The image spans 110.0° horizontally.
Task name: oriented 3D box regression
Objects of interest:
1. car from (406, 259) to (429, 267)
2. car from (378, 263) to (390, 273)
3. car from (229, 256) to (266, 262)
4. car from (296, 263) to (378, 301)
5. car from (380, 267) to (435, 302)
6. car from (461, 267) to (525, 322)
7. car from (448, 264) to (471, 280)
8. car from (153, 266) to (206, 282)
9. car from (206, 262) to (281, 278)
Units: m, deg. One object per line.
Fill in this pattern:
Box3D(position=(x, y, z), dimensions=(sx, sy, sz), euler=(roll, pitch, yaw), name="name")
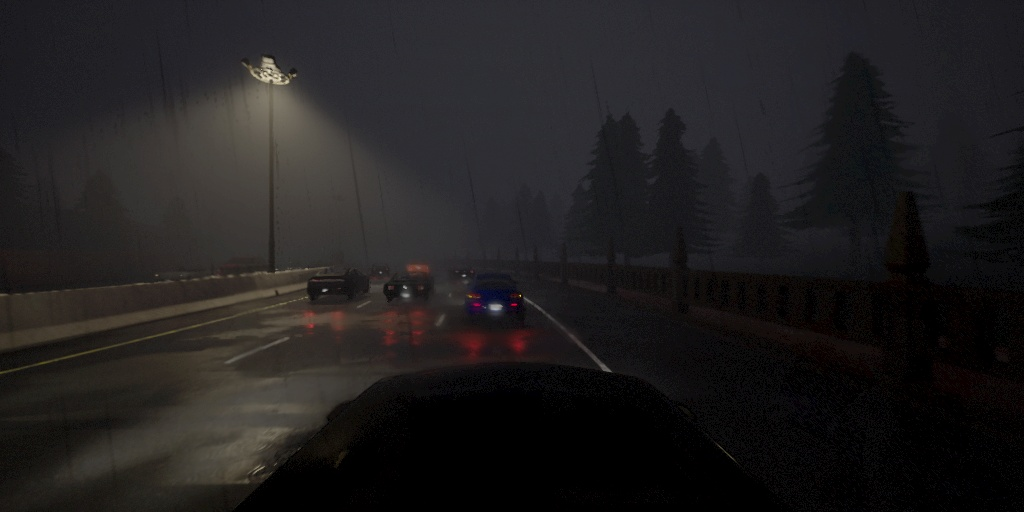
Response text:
Box3D(position=(-9.287, 1.142, 35.231), dimensions=(2.097, 1.767, 4.553), euler=(0, 0, -19), name="car")
Box3D(position=(-14.445, 1.411, 39.237), dimensions=(1.895, 1.301, 4.718), euler=(0, 0, -22), name="car")
Box3D(position=(-22.488, 1.060, 30.204), dimensions=(2.150, 2.045, 5.566), euler=(0, 0, -19), name="car")
Box3D(position=(-8.461, 1.276, 17.878), dimensions=(2.128, 1.511, 4.902), euler=(0, 0, -9), name="car")
Box3D(position=(-4.788, 1.371, 17.323), dimensions=(1.895, 1.301, 4.718), euler=(0, 0, -8), name="car")
Box3D(position=(-0.665, 1.280, 12.327), dimensions=(1.812, 1.442, 4.674), euler=(0, 0, -5), name="car")
Box3D(position=(-4.637, 1.373, 32.328), dimensions=(1.895, 1.301, 4.718), euler=(0, 0, -17), name="car")
Box3D(position=(-25.385, 1.450, 27.890), dimensions=(1.895, 1.301, 4.718), euler=(0, 0, -18), name="car")
Box3D(position=(-16.760, 1.321, 22.772), dimensions=(1.837, 1.490, 4.892), euler=(0, 0, -14), name="car")
